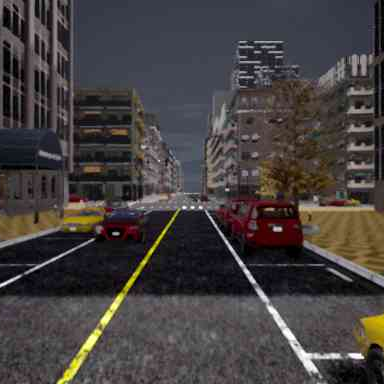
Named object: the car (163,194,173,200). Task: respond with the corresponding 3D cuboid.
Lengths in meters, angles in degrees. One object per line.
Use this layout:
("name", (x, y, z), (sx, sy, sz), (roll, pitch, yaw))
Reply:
("car", (-5.670, 1.143, 78.577), (1.887, 1.381, 4.507), (1, 0, 0))

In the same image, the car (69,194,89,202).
("car", (-17.244, 1.010, 48.406), (4.507, 1.381, 1.887), (1, -1, 0))

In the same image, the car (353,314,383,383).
("car", (2.699, 1.515, 1.935), (1.752, 1.417, 4.829), (1, 0, 0))

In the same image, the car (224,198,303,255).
("car", (2.702, 1.247, 12.882), (2.192, 1.841, 5.009), (1, 0, 0))

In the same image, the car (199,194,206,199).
("car", (2.712, 1.125, 89.609), (1.802, 1.307, 4.206), (1, 0, 0))

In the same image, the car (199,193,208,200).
("car", (2.712, 1.038, 78.562), (1.967, 1.590, 4.097), (1, 0, 0))

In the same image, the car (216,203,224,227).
("car", (2.703, 1.219, 18.441), (2.192, 1.841, 5.009), (1, 0, 0))

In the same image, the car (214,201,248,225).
("car", (2.702, 1.420, 24.003), (1.887, 1.381, 4.507), (1, 0, 0))

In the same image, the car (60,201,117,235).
("car", (-5.679, 1.430, 18.276), (1.752, 1.417, 4.829), (1, 0, 0))

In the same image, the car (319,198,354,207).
("car", (20.855, 1.496, 48.727), (4.097, 1.590, 1.967), (1, -1, 0))

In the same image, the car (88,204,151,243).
("car", (-3.096, 1.483, 15.499), (1.994, 1.385, 4.181), (0, 0, 0))

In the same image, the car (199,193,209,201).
("car", (2.710, 1.170, 73.038), (1.887, 1.381, 4.507), (1, 0, 0))

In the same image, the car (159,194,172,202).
("car", (-5.671, 1.180, 67.361), (1.752, 1.417, 4.829), (1, 0, 0))

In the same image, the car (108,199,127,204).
("car", (-5.677, 1.315, 24.005), (1.967, 1.590, 4.097), (1, 0, 0))

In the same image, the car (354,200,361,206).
("car", (26.267, 1.703, 57.079), (4.829, 1.417, 1.752), (1, -1, 0))
